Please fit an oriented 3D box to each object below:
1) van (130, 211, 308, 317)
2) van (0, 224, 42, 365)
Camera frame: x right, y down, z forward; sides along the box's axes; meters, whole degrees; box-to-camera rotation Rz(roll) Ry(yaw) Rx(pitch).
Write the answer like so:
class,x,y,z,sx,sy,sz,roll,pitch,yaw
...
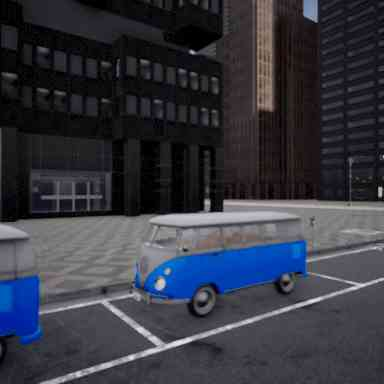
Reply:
class,x,y,z,sx,sy,sz,roll,pitch,yaw
van,0.731,1.342,7.159,3.998,1.788,1.690,0,0,-35
van,-3.902,1.341,3.877,3.998,1.788,1.690,0,0,-35
